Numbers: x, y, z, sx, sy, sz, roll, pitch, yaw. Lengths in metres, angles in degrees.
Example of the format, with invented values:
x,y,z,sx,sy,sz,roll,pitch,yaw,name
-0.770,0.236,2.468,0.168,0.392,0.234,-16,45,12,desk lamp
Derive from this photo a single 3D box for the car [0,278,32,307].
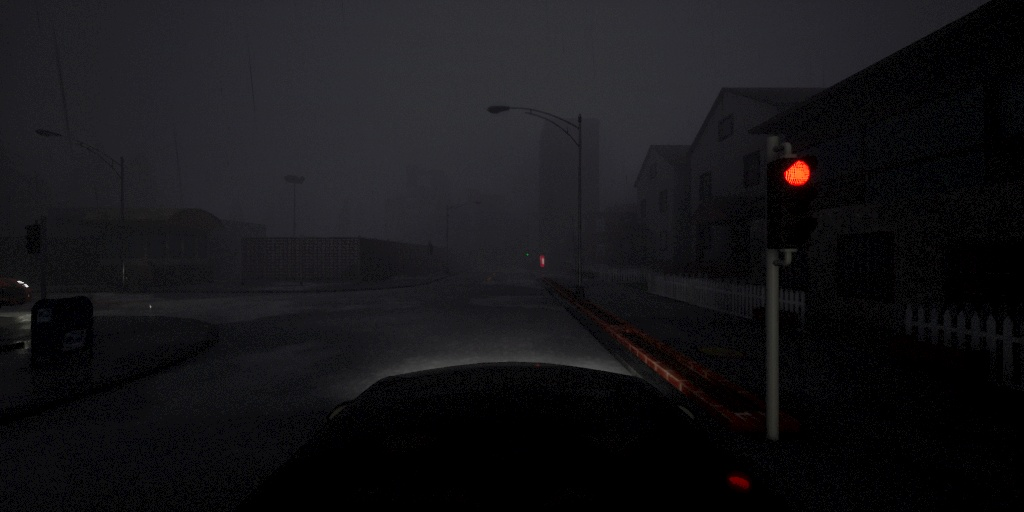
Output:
x,y,z,sx,sy,sz,roll,pitch,yaw,name
-21.048,1.101,13.269,4.553,1.767,2.097,0,0,0,car

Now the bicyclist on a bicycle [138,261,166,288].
x,y,z,sx,sy,sz,roll,pitch,yaw,name
-21.736,1.099,21.663,0.582,1.620,1.656,0,0,0,bicyclist on a bicycle
